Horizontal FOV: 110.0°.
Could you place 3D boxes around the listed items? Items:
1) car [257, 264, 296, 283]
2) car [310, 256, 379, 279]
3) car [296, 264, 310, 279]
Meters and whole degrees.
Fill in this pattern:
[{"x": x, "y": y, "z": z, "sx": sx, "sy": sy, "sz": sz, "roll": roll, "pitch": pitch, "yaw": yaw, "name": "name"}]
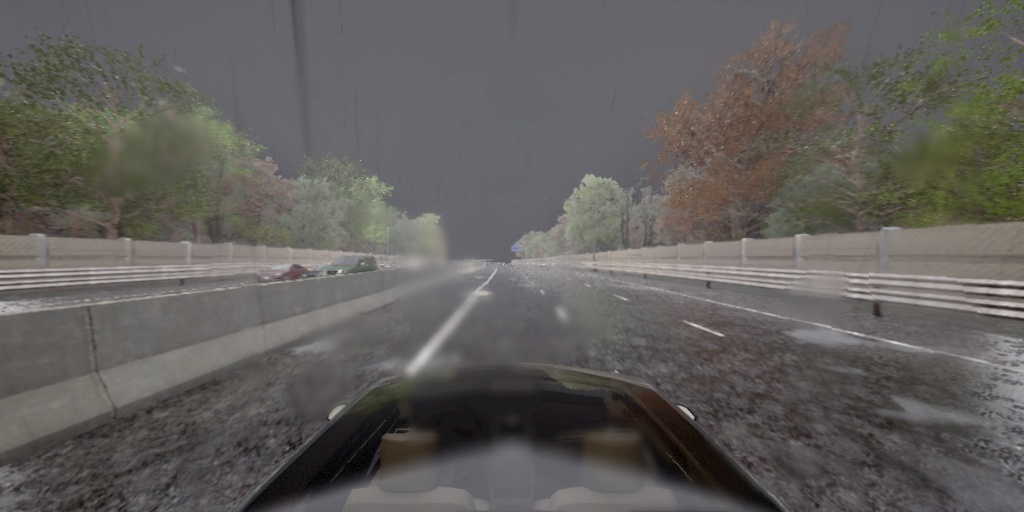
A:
[{"x": -17.758, "y": 1.323, "z": 28.225, "sx": 1.812, "sy": 1.442, "sz": 4.674, "roll": 0, "pitch": 0, "yaw": -1, "name": "car"}, {"x": -10.716, "y": 0.991, "z": 23.949, "sx": 2.150, "sy": 2.045, "sz": 5.566, "roll": 0, "pitch": 0, "yaw": -1, "name": "car"}, {"x": -14.257, "y": 1.341, "z": 28.268, "sx": 2.033, "sy": 1.411, "sz": 5.357, "roll": 0, "pitch": 0, "yaw": 0, "name": "car"}]
